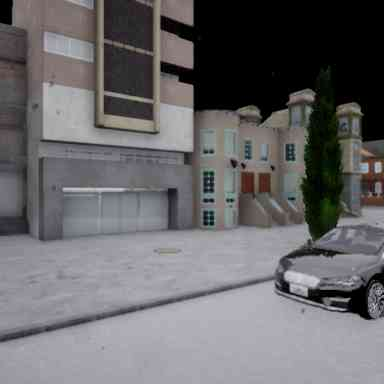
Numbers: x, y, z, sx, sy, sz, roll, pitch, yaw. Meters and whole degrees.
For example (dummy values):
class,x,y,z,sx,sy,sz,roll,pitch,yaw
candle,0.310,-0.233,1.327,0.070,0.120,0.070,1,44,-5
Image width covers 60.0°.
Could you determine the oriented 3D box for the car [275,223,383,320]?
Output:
class,x,y,z,sx,sy,sz,roll,pitch,yaw
car,3.913,1.495,7.405,4.902,1.511,2.128,0,0,-36
